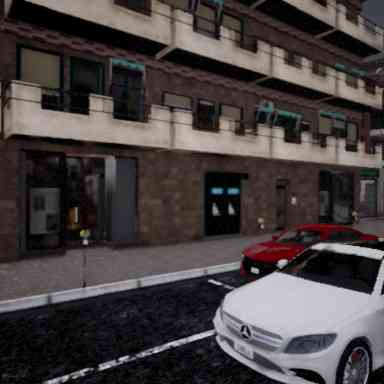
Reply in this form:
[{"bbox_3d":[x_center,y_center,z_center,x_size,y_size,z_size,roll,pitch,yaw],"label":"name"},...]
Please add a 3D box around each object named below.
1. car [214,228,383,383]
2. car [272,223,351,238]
[{"bbox_3d":[2.484,1.526,5.138,4.674,1.442,1.812,0,0,-35],"label":"car"},{"bbox_3d":[3.270,1.546,8.886,4.507,1.381,1.887,0,0,-35],"label":"car"}]
